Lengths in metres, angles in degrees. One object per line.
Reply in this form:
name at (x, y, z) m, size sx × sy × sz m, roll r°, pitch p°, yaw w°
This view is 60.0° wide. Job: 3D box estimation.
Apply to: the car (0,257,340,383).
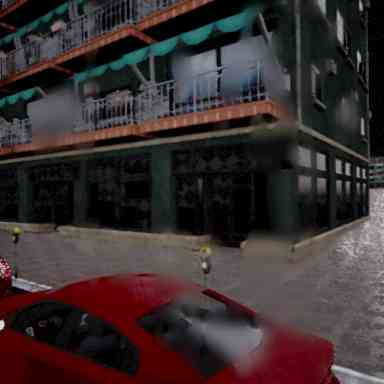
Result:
car at (-0.875, 1.568, 3.500) m, size 4.507 × 1.381 × 1.887 m, roll -1°, pitch -1°, yaw 35°
